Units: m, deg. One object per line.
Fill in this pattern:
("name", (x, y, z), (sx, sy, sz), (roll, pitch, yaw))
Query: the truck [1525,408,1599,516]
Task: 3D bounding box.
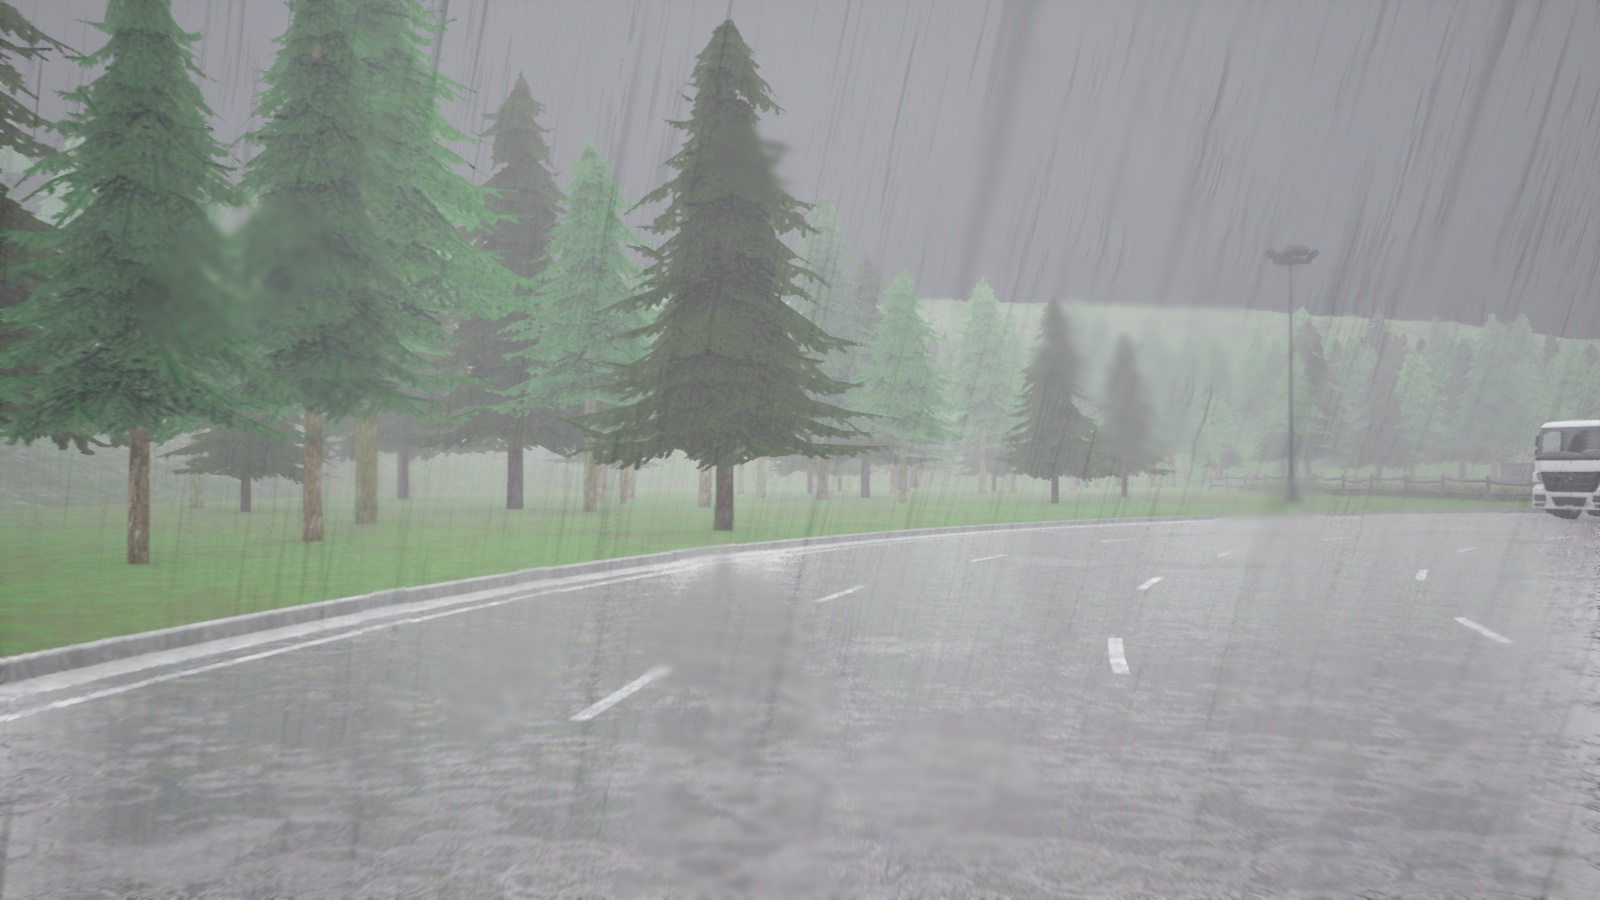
("truck", (28.888, 0.419, 42.921), (7.936, 3.462, 2.891), (0, -1, -23))
